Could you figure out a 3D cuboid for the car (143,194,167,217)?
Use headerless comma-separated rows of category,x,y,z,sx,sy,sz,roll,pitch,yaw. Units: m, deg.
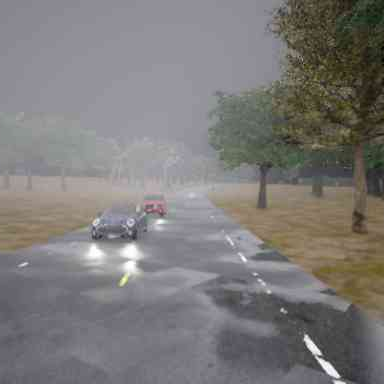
car,-3.510,1.162,30.554,2.150,2.045,5.566,0,0,0

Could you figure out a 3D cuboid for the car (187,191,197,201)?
car,0.023,0.883,65.167,1.812,1.442,4.674,0,1,0

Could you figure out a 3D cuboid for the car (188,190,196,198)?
car,0.026,0.452,75.193,1.837,1.490,4.892,0,2,0

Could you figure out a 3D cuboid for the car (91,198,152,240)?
car,-3.530,1.358,16.913,2.097,1.767,4.553,0,0,1
